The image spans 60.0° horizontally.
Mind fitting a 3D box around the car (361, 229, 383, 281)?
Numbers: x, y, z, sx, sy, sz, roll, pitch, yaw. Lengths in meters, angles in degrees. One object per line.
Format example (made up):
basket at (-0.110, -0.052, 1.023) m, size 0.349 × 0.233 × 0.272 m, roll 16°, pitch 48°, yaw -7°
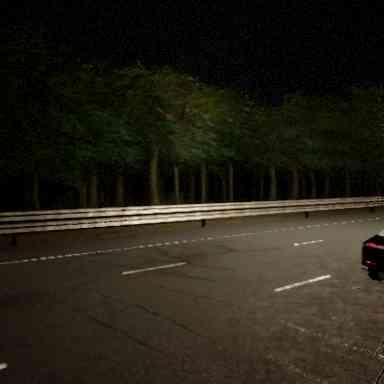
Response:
car at (6.123, 1.369, 8.239) m, size 4.902 × 1.511 × 2.128 m, roll -1°, pitch 1°, yaw -35°
